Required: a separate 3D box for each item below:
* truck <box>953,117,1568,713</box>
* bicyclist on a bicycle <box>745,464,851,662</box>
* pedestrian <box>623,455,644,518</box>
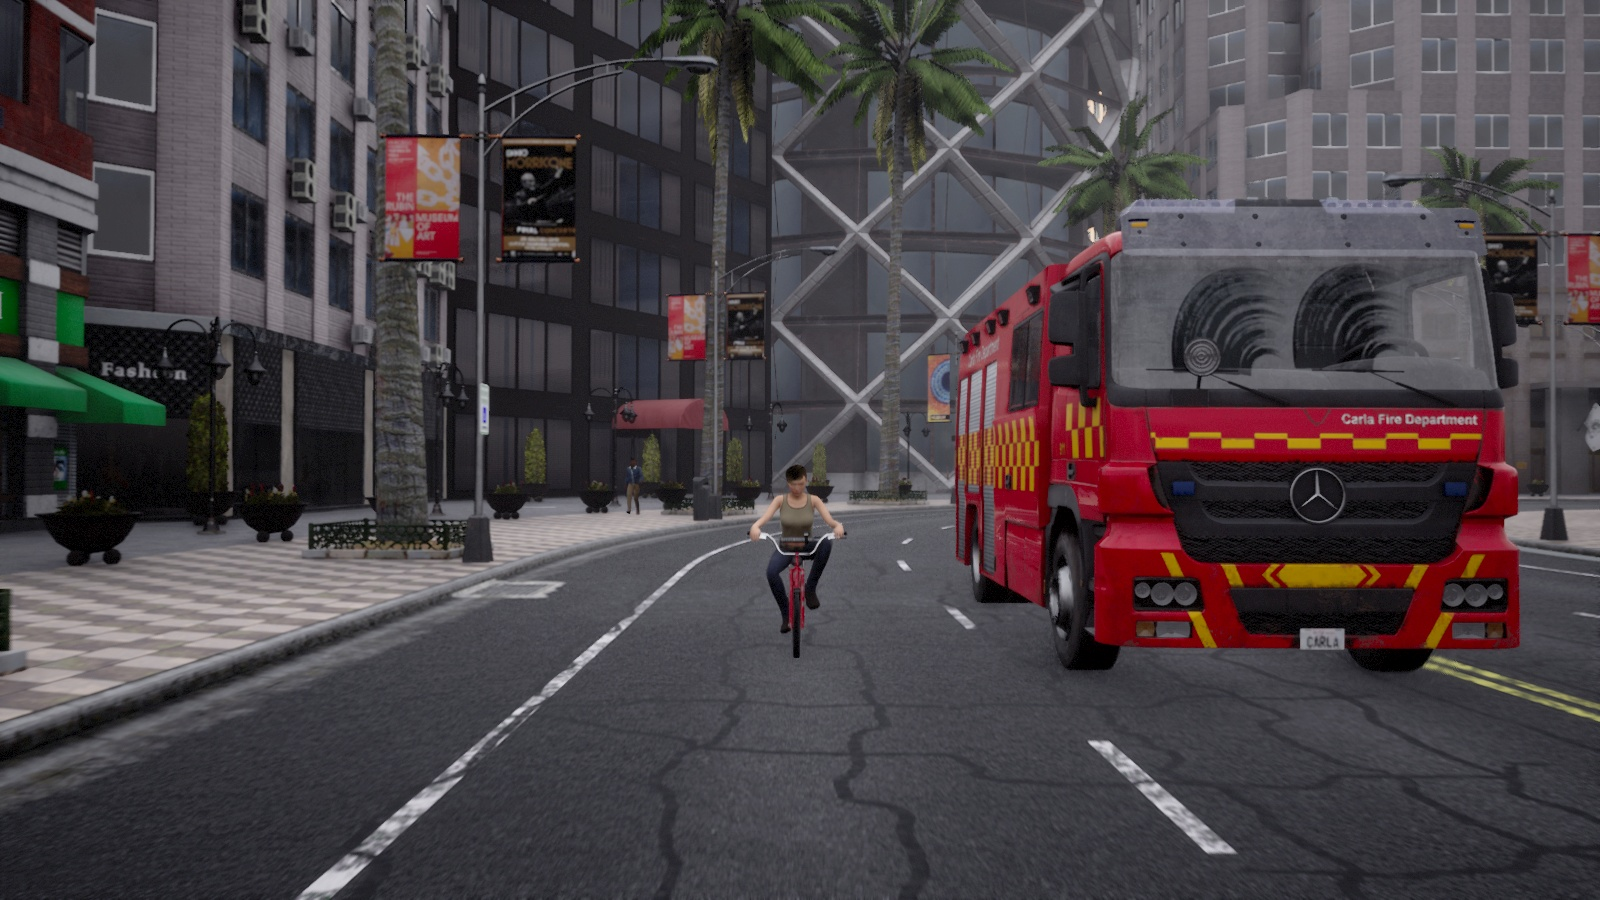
[{"bbox_3d":[3.474,-0.162,12.321,2.891,3.827,8.468,0,-1,0],"label":"truck"},{"bbox_3d":[-0.022,0.931,10.995,0.866,1.612,1.509,0,-1,0],"label":"bicyclist on a bicycle"},{"bbox_3d":[-5.194,1.134,39.122,0.423,1.949,0.788,0,-1,10],"label":"pedestrian"}]
